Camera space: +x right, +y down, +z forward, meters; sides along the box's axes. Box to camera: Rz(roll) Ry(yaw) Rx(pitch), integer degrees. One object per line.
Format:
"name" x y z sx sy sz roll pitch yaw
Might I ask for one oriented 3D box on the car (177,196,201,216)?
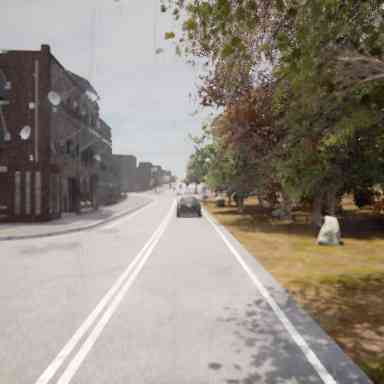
"car" -0.305 1.164 29.922 2.097 1.767 4.553 0 1 -1
